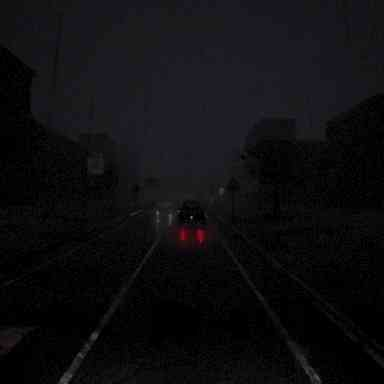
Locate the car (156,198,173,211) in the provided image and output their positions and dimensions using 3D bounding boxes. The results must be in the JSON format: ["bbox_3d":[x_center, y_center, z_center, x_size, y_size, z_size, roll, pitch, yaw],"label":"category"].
[{"bbox_3d":[-3.328,1.495,41.112,1.812,1.442,4.674,0,0,0],"label":"car"}]

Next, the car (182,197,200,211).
[{"bbox_3d":[-0.144,1.462,42.189,2.128,1.511,4.902,0,0,0],"label":"car"}]

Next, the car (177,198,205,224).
[{"bbox_3d":[-0.041,1.485,24.635,2.128,1.511,4.902,0,0,0],"label":"car"}]
